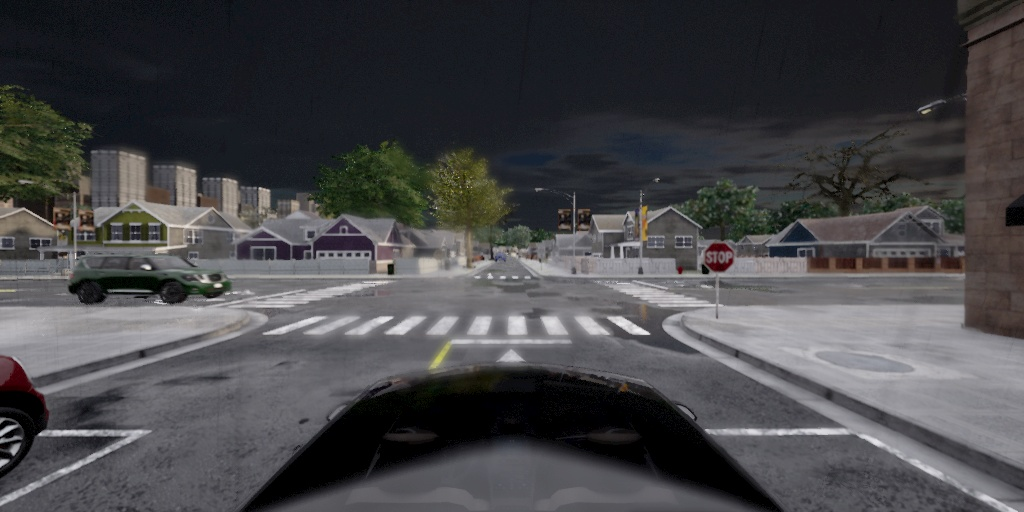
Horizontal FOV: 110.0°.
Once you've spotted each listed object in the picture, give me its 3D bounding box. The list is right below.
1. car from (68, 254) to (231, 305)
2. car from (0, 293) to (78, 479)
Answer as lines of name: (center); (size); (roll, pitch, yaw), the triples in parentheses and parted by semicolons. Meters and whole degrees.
car: (-15.373, 0.918, 15.370); (5.566, 2.045, 2.150); (0, 0, 0)
car: (-5.388, 1.191, 1.574); (1.967, 1.591, 4.097); (0, 0, 0)
